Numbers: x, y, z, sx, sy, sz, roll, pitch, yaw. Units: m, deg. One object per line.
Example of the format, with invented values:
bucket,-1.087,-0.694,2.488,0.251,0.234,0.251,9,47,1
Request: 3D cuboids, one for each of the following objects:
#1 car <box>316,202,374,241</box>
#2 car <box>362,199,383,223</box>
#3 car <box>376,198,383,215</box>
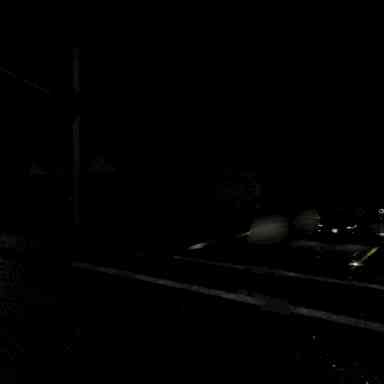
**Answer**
car,7.662,1.462,16.658,1.837,1.490,4.892,0,0,35
car,13.482,1.309,24.786,2.097,1.767,4.553,0,0,37
car,19.813,1.434,33.014,1.882,1.535,5.008,0,0,39
